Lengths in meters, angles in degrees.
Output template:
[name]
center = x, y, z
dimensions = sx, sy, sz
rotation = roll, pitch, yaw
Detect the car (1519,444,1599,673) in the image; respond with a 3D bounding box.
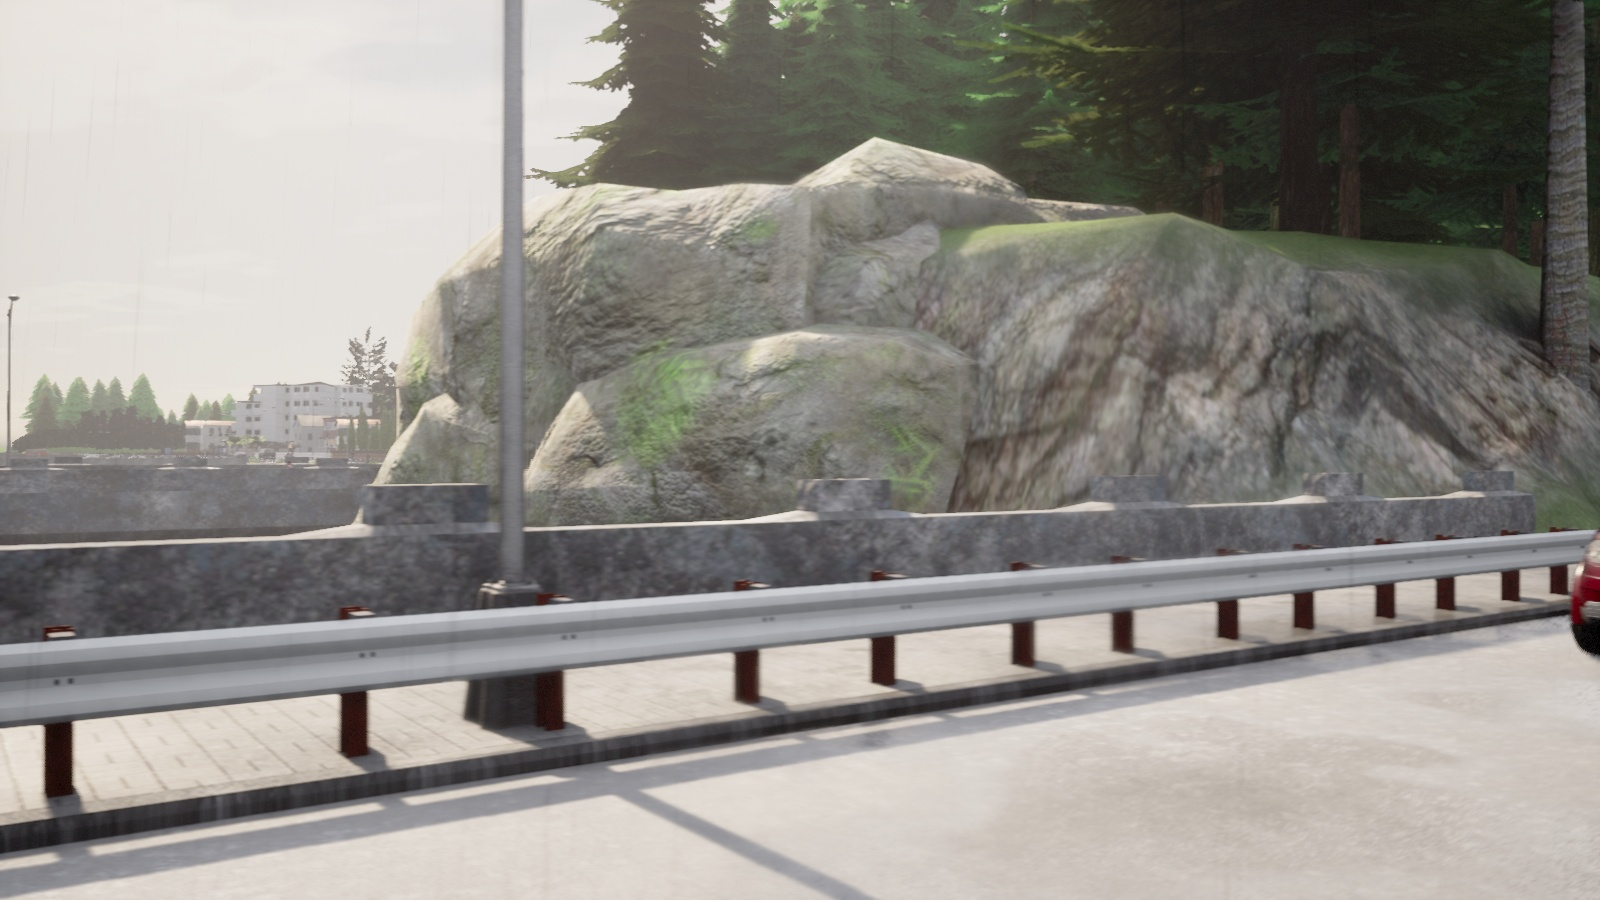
[car]
center = 7.136, 0.730, 9.233
dimensions = 3.705, 1.549, 1.789
rotation = 0, 0, -35
